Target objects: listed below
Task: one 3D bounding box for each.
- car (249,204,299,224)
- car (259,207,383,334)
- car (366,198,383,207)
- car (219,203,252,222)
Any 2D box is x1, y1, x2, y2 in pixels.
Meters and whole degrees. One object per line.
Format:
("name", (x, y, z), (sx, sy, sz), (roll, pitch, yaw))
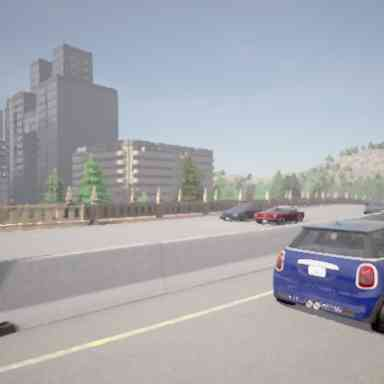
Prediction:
("car", (6.453, 1.673, 24.310), (1.895, 1.301, 4.718), (-1, 0, 42))
("car", (3.757, 1.360, 6.995), (4.553, 1.767, 2.097), (0, 0, -40))
("car", (18.299, 1.598, 32.298), (2.033, 1.411, 5.357), (-1, 0, 42))
("car", (4.460, 1.643, 27.313), (2.033, 1.411, 5.357), (-1, 0, 42))
